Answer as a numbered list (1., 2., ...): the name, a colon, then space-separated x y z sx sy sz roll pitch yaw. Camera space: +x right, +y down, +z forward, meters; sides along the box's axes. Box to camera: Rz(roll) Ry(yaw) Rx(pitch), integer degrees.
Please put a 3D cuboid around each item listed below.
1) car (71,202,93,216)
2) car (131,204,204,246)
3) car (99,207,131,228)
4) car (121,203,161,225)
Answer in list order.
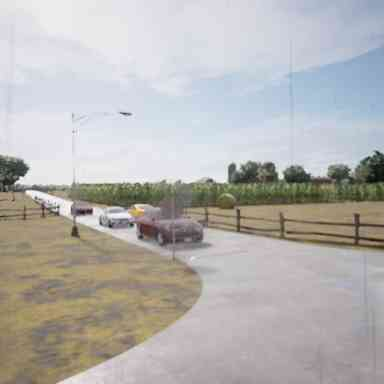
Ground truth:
1. car: -12.707 1.877 38.297 1.882 1.535 5.008 -1 1 -28
2. car: -1.238 1.620 17.058 2.097 1.767 4.553 -1 0 -28
3. car: -5.917 1.893 25.725 1.812 1.442 4.674 -1 0 -28
4. car: -4.532 1.820 29.111 1.882 1.535 5.008 -1 0 -28
